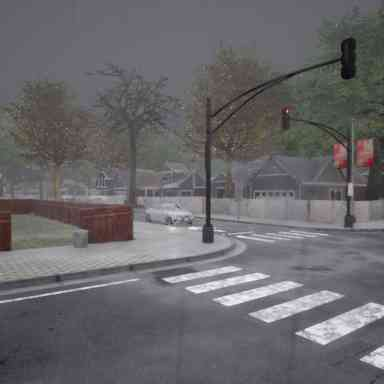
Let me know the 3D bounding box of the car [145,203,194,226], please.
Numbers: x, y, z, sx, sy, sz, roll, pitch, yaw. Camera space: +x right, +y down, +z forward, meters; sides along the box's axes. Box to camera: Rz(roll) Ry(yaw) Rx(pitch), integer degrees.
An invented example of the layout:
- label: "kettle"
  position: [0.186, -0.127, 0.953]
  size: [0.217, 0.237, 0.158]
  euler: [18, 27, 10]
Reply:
- label: "car"
  position: [-1.721, 1.547, 23.789]
  size: [1.812, 1.442, 4.674]
  euler: [0, 0, -36]

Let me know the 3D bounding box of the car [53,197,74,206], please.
- label: "car"
  position: [-22.266, 1.598, 57.466]
  size: [2.128, 1.511, 4.902]
  euler: [0, 0, -36]

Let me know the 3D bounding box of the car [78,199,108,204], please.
- label: "car"
  position: [-10.307, 1.521, 35.824]
  size: [1.882, 1.535, 5.008]
  euler: [0, 0, -35]

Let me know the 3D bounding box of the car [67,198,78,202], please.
- label: "car"
  position: [-16.614, 1.651, 49.653]
  size: [1.994, 1.385, 4.181]
  euler: [0, 0, -35]

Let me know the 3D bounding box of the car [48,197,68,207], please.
- label: "car"
  position: [-20.767, 1.559, 50.630]
  size: [1.882, 1.535, 5.008]
  euler: [0, -1, -35]
